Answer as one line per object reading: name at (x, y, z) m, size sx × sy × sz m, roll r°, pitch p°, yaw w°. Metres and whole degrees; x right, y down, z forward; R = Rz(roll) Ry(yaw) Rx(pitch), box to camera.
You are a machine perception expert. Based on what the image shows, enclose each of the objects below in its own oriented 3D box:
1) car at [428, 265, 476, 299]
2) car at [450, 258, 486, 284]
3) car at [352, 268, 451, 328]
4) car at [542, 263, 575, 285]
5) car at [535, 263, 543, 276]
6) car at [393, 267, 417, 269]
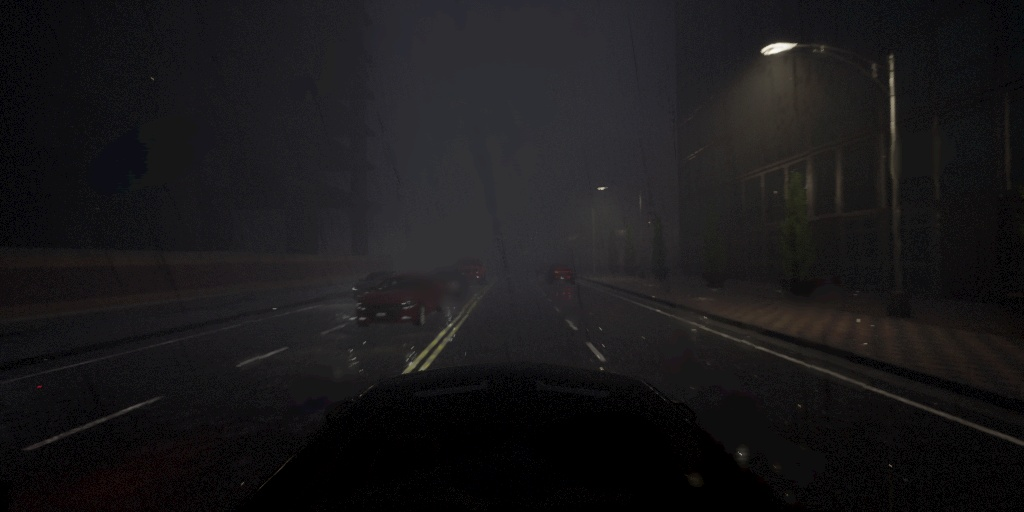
car at (-3.450, 1.461, 19.533) m, size 2.128 × 1.511 × 4.902 m, roll -1°, pitch 0°, yaw 0°
car at (-3.425, 1.231, 30.017) m, size 2.150 × 2.045 × 5.566 m, roll -1°, pitch -1°, yaw 1°
car at (-3.579, 1.362, 12.338) m, size 1.882 × 1.535 × 5.008 m, roll -1°, pitch -1°, yaw 0°
car at (3.637, 1.376, 27.539) m, size 1.837 × 1.490 × 4.892 m, roll -1°, pitch -1°, yaw 1°
car at (3.698, 1.497, 41.799) m, size 1.812 × 1.442 × 4.674 m, roll -1°, pitch 0°, yaw 1°
car at (-6.949, 1.555, 19.547) m, size 1.837 × 1.490 × 4.892 m, roll -1°, pitch 0°, yaw 0°
